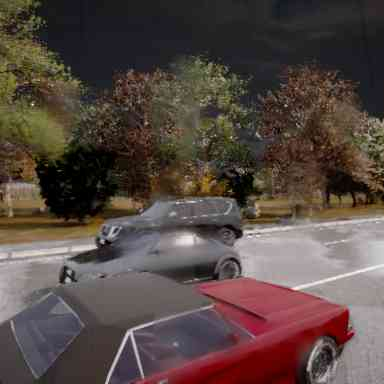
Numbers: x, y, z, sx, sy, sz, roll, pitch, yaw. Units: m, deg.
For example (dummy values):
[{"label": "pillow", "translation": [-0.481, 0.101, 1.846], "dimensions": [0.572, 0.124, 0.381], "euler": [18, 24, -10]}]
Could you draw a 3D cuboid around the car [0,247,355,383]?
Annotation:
[{"label": "car", "translation": [-0.317, 1.602, 3.527], "dimensions": [4.718, 1.301, 1.895], "euler": [0, 0, -35]}]

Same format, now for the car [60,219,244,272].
[{"label": "car", "translation": [-0.814, 1.566, 7.714], "dimensions": [4.181, 1.385, 1.994], "euler": [0, 0, -36]}]

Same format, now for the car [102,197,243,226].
[{"label": "car", "translation": [-0.588, 1.225, 12.188], "dimensions": [5.566, 2.045, 2.150], "euler": [0, 0, -35]}]
